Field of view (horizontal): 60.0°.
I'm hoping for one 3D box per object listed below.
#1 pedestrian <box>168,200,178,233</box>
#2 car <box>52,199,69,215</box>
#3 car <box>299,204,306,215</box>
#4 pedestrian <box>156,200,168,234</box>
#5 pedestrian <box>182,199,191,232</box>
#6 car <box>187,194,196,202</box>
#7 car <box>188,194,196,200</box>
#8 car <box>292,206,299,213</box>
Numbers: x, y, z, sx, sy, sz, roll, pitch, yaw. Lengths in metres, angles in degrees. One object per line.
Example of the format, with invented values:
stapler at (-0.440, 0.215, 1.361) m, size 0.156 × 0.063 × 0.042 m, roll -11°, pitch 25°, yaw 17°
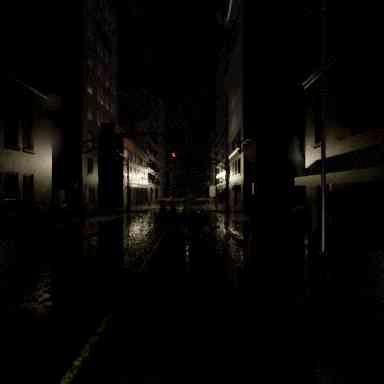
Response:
pedestrian at (-1.145, 1.290, 19.147) m, size 0.375 × 1.860 × 0.375 m, roll 0°, pitch 0°, yaw 0°
car at (-14.593, 1.415, 33.276) m, size 4.097 × 1.590 × 1.967 m, roll 0°, pitch 0°, yaw 1°
car at (13.122, 1.202, 30.412) m, size 5.566 × 2.045 × 2.150 m, roll -1°, pitch 0°, yaw 1°
pedestrian at (-1.623, 1.290, 17.945) m, size 0.375 × 1.860 × 0.375 m, roll 0°, pitch 0°, yaw 0°
pedestrian at (-0.296, 1.290, 18.545) m, size 0.375 × 1.860 × 0.375 m, roll 0°, pitch 0°, yaw 0°
car at (0.020, 1.464, 75.580) m, size 1.812 × 1.442 × 4.674 m, roll 0°, pitch 0°, yaw 0°
car at (0.021, 1.313, 85.583) m, size 1.837 × 1.490 × 4.892 m, roll 0°, pitch 0°, yaw 0°
car at (12.431, 1.507, 32.988) m, size 4.829 × 1.417 × 1.752 m, roll 0°, pitch 0°, yaw 1°
